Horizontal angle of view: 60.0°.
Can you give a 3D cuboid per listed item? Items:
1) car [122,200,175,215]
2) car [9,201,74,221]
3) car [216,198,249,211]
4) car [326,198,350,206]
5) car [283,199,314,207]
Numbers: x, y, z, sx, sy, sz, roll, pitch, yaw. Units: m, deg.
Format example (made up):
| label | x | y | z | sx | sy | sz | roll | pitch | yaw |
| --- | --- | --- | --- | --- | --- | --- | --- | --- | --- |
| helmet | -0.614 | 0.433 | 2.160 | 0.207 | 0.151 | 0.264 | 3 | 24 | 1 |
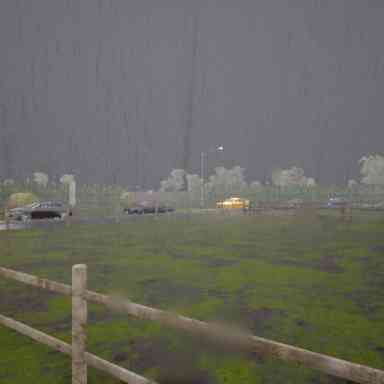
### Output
| label | x | y | z | sx | sy | sz | roll | pitch | yaw |
| --- | --- | --- | --- | --- | --- | --- | --- | --- | --- |
| car | -4.188 | 1.555 | 33.120 | 5.357 | 1.411 | 2.033 | 0 | 0 | -43 |
| car | -11.672 | 1.487 | 25.904 | 2.128 | 1.511 | 4.902 | 1 | 0 | 44 |
| car | 5.106 | 1.498 | 41.218 | 5.008 | 1.535 | 1.882 | 0 | 0 | -40 |
| car | 22.394 | 1.586 | 51.108 | 4.674 | 1.442 | 1.812 | 0 | 0 | -36 |
| car | 14.478 | 1.649 | 45.084 | 4.718 | 1.301 | 1.895 | 0 | 0 | -37 |
